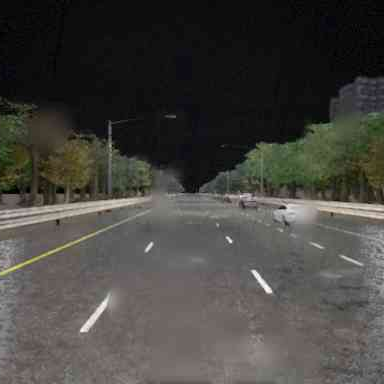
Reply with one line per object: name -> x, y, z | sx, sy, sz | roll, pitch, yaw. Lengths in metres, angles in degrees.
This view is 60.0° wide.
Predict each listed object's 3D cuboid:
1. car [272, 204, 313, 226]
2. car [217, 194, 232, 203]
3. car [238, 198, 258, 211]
car -> 7.009, 1.550, 23.385 | 1.812, 1.442, 4.674 | 0, 0, 0
car -> 7.182, 1.571, 72.234 | 1.837, 1.490, 4.892 | 0, 0, 0
car -> 7.054, 1.529, 42.108 | 2.128, 1.511, 4.902 | 0, 0, 0
